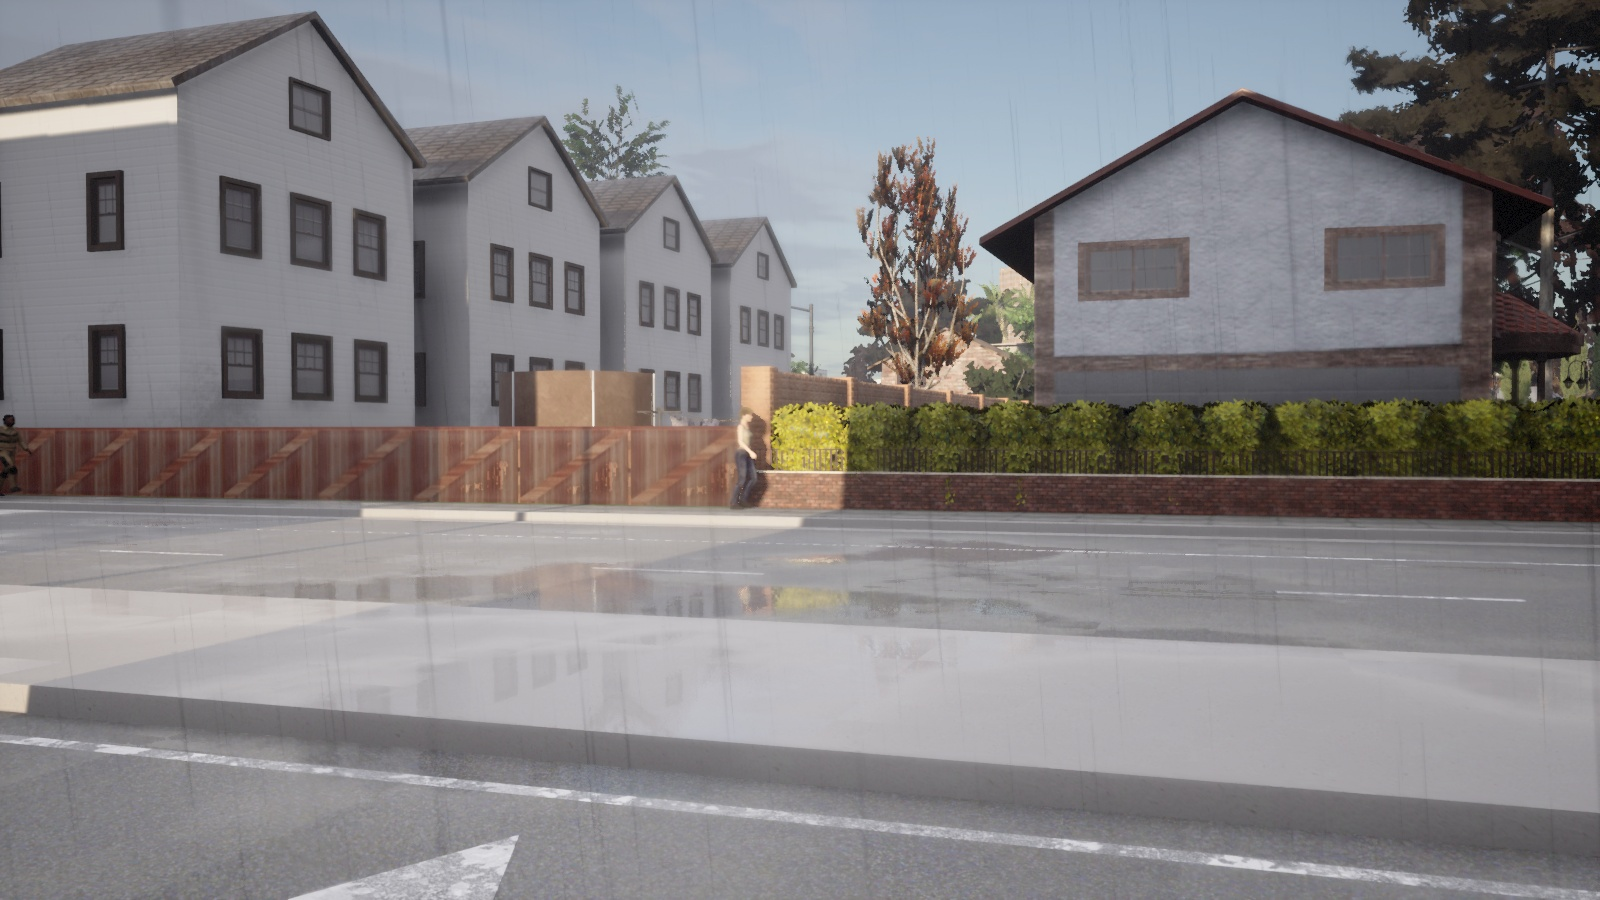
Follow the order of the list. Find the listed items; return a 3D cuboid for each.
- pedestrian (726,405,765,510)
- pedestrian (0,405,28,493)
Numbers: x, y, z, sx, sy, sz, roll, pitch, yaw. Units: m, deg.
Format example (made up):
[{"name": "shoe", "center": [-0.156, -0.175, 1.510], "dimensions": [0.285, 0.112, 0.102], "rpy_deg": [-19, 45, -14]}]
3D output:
[{"name": "pedestrian", "center": [-0.970, 0.122, 22.239], "dimensions": [0.594, 1.836, 0.345], "rpy_deg": [1, 1, 20]}, {"name": "pedestrian", "center": [-17.505, -0.029, 27.782], "dimensions": [0.692, 1.930, 0.396], "rpy_deg": [1, 1, 21]}]
